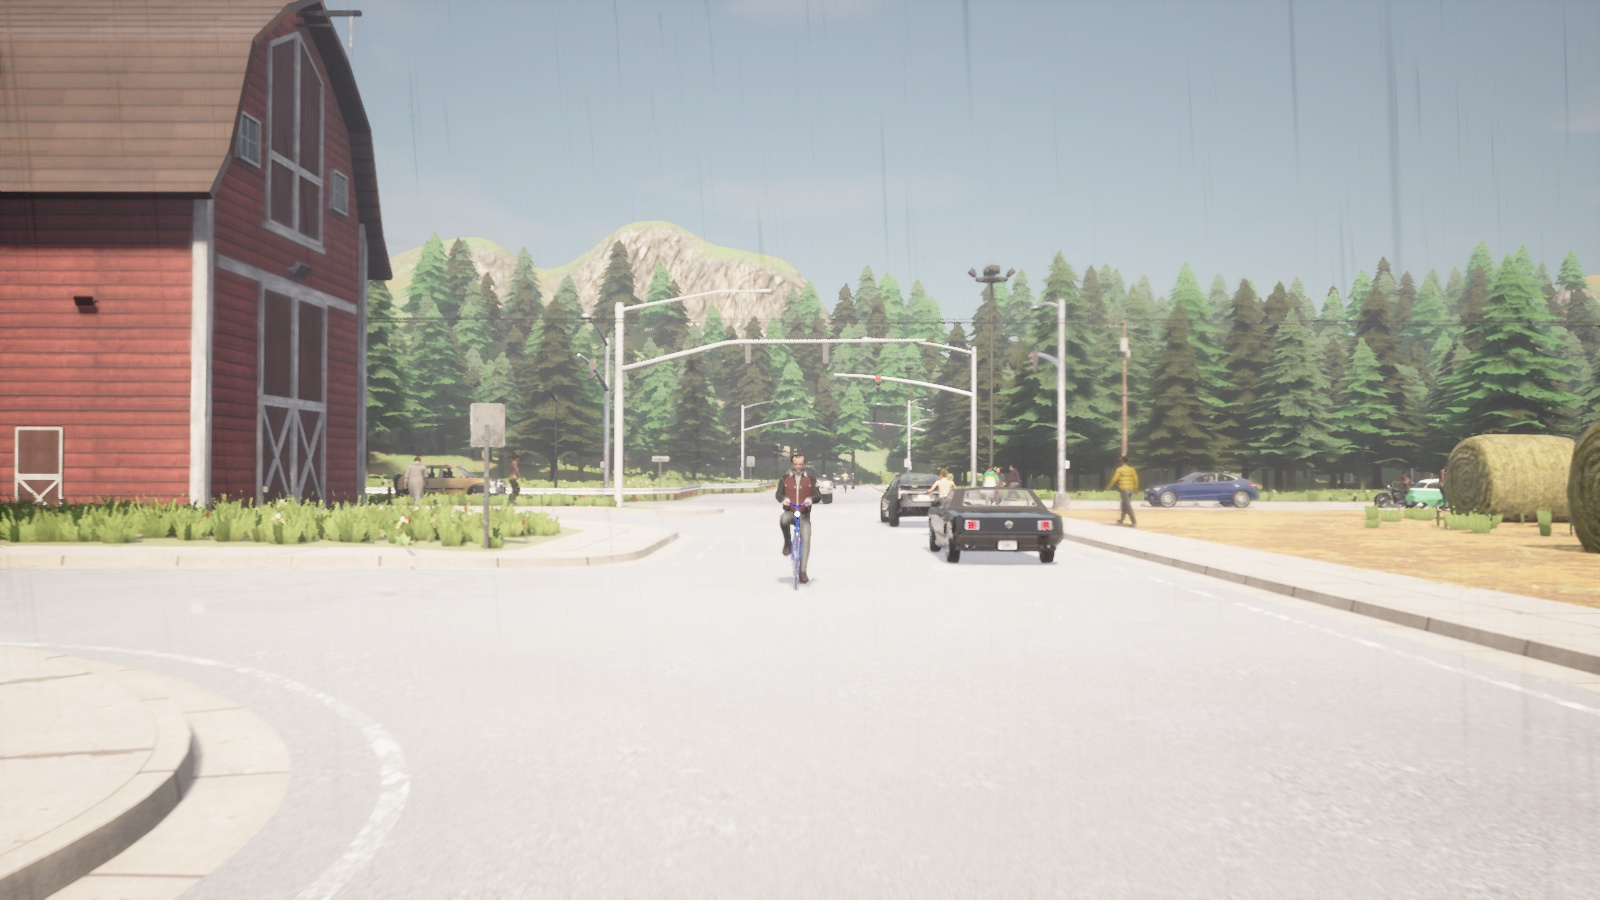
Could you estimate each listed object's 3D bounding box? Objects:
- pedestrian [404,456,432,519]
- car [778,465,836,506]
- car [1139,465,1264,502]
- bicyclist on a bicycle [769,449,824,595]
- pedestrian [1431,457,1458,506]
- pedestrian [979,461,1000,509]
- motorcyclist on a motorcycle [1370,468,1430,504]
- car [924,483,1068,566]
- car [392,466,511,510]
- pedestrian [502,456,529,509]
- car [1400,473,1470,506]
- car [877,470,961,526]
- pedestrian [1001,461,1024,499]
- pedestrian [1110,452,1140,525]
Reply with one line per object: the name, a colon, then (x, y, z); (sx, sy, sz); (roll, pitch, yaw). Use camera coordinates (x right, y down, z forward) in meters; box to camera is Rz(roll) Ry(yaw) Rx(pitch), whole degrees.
pedestrian: (-11.973, 1.164, 39.387); (0.659, 1.952, 0.873); (0, -1, -4)
car: (0.290, 1.651, 60.249); (1.932, 1.855, 4.605); (-1, -1, -10)
car: (18.315, 1.508, 57.427); (5.027, 1.651, 2.152); (0, -1, 1)
bicyclist on a bicycle: (-0.042, 0.920, 16.328); (0.659, 1.776, 1.843); (1, -2, 0)
pedestrian: (23.741, 1.150, 46.284); (0.869, 1.805, 0.328); (-1, -1, 27)
pedestrian: (7.837, 1.455, 51.942); (0.659, 1.952, 0.873); (-1, -1, 20)
motorcyclist on a motorcycle: (27.354, 1.641, 57.284); (2.350, 1.649, 0.766); (0, -1, 1)
car: (3.439, 1.286, 22.954); (1.895, 1.301, 4.718); (0, -1, 0)
car: (-15.047, 1.629, 54.443); (4.605, 1.855, 1.932); (0, -1, 1)
pedestrian: (-9.880, 1.123, 43.587); (0.869, 1.805, 0.328); (0, -1, -23)
car: (27.175, 1.689, 53.784); (2.207, 1.376, 1.481); (0, -1, 1)
car: (3.406, 1.359, 36.734); (2.007, 1.525, 4.514); (0, -1, 0)
pedestrian: (10.395, 1.483, 61.392); (0.899, 1.844, 0.634); (0, -1, -13)
pedestrian: (8.377, 0.984, 32.373); (0.431, 1.840, 0.709); (0, -1, -19)
